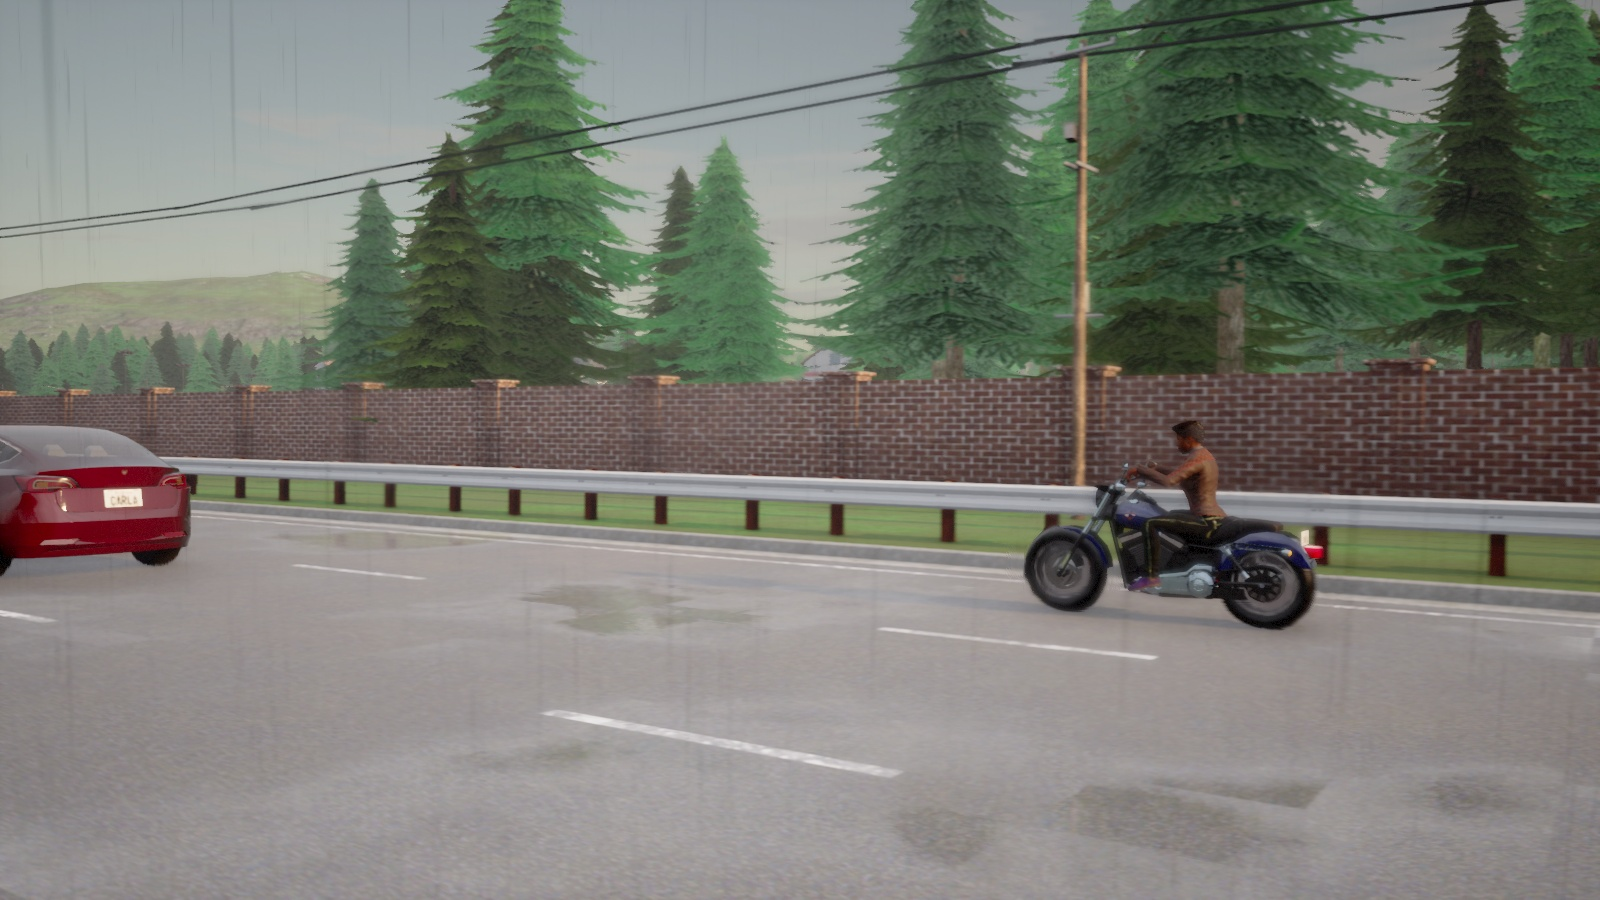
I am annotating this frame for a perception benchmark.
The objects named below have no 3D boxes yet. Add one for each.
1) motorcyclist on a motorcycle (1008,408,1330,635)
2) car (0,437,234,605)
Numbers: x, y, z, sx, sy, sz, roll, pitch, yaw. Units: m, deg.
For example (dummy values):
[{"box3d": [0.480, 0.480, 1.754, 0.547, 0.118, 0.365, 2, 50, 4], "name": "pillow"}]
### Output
[{"box3d": [2.921, 0.518, 10.085, 2.350, 1.649, 0.766, 0, 1, 34], "name": "motorcyclist on a motorcycle"}, {"box3d": [-8.478, 0.624, 13.457, 4.792, 1.488, 2.163, 0, 1, 34], "name": "car"}]
